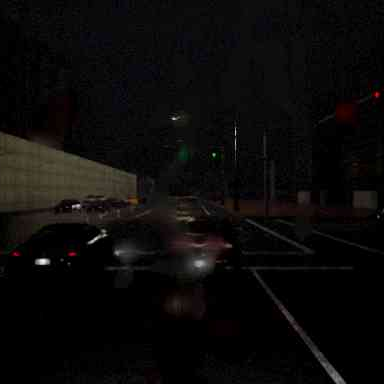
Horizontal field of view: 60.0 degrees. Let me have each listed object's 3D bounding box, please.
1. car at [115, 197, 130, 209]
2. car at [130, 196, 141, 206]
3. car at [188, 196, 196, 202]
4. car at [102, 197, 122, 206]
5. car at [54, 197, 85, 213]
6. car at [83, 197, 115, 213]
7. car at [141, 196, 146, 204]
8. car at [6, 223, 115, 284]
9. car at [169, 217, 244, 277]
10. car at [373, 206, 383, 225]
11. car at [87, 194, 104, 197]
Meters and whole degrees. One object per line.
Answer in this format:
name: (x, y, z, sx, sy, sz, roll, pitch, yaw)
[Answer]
car: (-10.588, 1.705, 47.255, 1.895, 1.301, 4.718, 0, 0, 0)
car: (-10.549, 1.604, 57.358, 1.882, 1.535, 5.008, 0, 0, 1)
car: (-0.005, 1.698, 78.410, 2.128, 1.511, 4.902, 0, 0, 0)
car: (-14.028, 1.676, 58.656, 2.033, 1.411, 5.357, 0, 0, 1)
car: (-14.094, 1.588, 38.177, 1.837, 1.490, 4.892, 0, 0, 0)
car: (-10.594, 1.610, 38.148, 1.812, 1.442, 4.674, 0, 0, 0)
car: (-10.504, 1.625, 67.518, 1.882, 1.535, 5.008, 0, 0, 0)
car: (-3.547, 1.586, 9.699, 1.994, 1.385, 4.181, 0, 0, -3)
car: (0.559, 1.515, 10.347, 2.128, 1.511, 4.902, 0, 0, 8)
car: (15.098, 1.272, 22.049, 5.566, 2.045, 2.150, 0, 0, 0)
car: (-14.095, 1.327, 48.032, 2.150, 2.045, 5.566, 0, 0, 0)
